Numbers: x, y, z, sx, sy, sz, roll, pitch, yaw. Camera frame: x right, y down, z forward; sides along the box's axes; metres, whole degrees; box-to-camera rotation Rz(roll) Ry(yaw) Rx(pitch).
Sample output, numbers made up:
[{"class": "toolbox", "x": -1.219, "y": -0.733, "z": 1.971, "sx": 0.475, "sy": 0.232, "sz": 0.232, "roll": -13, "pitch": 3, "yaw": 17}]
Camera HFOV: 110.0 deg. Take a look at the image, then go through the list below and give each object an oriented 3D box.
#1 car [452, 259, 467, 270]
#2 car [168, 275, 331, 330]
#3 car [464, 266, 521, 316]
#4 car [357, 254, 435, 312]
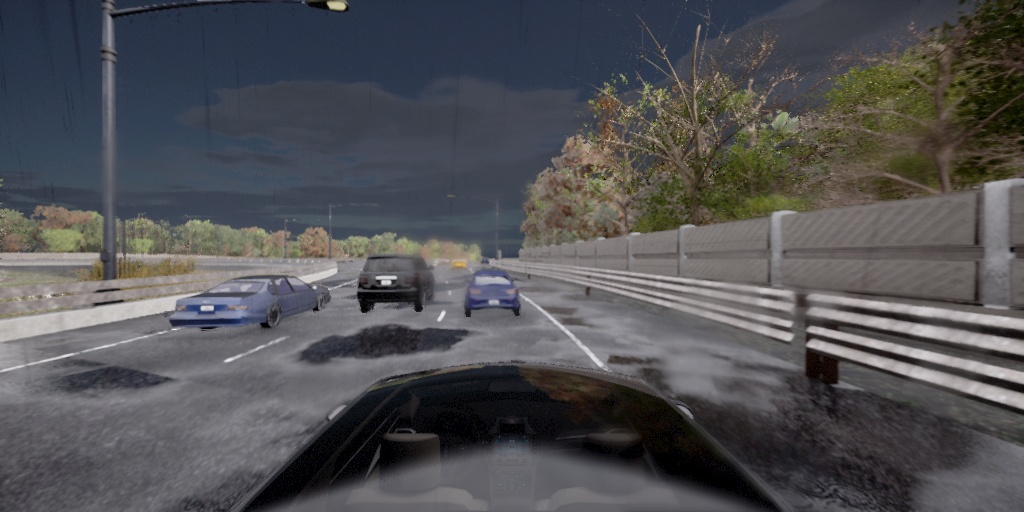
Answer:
[{"class": "car", "x": -7.293, "y": 1.107, "z": 49.986, "sx": 1.882, "sy": 1.535, "sz": 5.008, "roll": 0, "pitch": 0, "yaw": -7}, {"class": "car", "x": -7.533, "y": 1.289, "z": 11.074, "sx": 2.033, "sy": 1.411, "sz": 5.357, "roll": 0, "pitch": 0, "yaw": -6}, {"class": "car", "x": -0.783, "y": 1.245, "z": 13.203, "sx": 1.812, "sy": 1.442, "sz": 4.674, "roll": 0, "pitch": 0, "yaw": -6}, {"class": "car", "x": -4.401, "y": 0.946, "z": 14.301, "sx": 2.150, "sy": 2.045, "sz": 5.566, "roll": 0, "pitch": 0, "yaw": -7}]
